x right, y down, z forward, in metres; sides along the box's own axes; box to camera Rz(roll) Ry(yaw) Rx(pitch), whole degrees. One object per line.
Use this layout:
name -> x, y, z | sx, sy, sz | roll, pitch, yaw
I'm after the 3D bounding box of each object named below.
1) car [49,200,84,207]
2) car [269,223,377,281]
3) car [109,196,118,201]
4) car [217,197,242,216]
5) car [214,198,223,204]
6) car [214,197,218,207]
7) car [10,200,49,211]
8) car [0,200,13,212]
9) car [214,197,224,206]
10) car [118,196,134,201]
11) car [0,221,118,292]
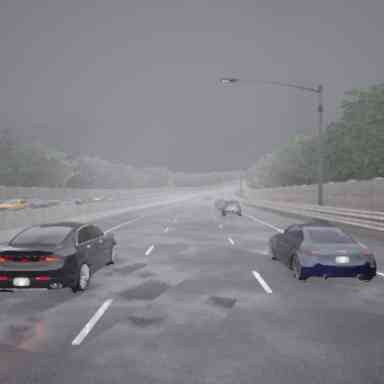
car -> -13.476, 1.660, 36.866 | 1.882, 1.535, 5.008 | 0, -1, 2
car -> 3.659, 1.617, 10.052 | 1.994, 1.385, 4.181 | 0, 0, 1
car -> -18.353, 1.640, 78.895 | 1.837, 1.490, 4.892 | 0, 0, 4
car -> 4.030, 1.636, 34.700 | 2.033, 1.649, 4.856 | 0, 0, 2
car -> 6.155, 2.056, 78.221 | 1.994, 1.385, 4.181 | 0, 0, 4
car -> 4.410, 1.823, 45.587 | 2.033, 1.411, 5.357 | 0, 0, 2
car -> -17.015, 1.770, 35.837 | 1.895, 1.301, 4.718 | 0, 0, 2
car -> -20.417, 1.655, 38.506 | 1.882, 1.535, 5.008 | 0, -1, 2
car -> 5.473, 1.899, 67.349 | 1.882, 1.535, 5.008 | 0, 0, 3
car -> -14.947, 1.676, 77.376 | 2.097, 1.767, 4.553 | 0, 0, 4
car -> -3.351, 1.544, 9.000 | 1.837, 1.490, 4.892 | 0, 0, 0
